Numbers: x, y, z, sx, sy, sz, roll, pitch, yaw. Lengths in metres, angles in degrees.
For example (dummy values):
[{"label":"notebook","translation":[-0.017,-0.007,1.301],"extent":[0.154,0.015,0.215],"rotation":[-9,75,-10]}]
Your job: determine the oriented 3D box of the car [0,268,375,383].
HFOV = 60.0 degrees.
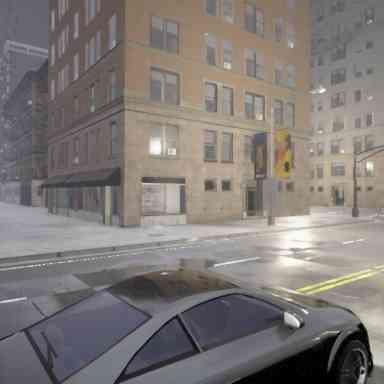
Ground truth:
[{"label":"car","translation":[0.109,1.564,3.536],"extent":[4.181,1.385,1.994],"rotation":[0,0,-36]}]
